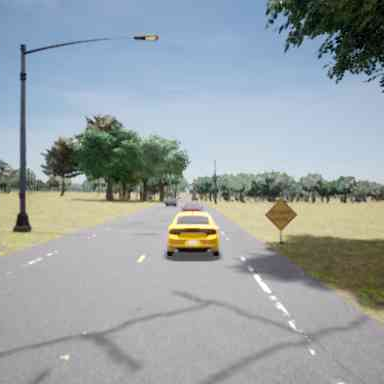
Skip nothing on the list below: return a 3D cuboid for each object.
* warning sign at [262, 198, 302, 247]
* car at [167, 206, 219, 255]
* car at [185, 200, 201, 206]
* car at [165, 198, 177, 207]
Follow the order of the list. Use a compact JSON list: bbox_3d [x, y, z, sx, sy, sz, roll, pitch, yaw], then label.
[{"bbox_3d":[3.549,1.186,13.263,1.300,1.860,1.060,0,0,0],"label":"warning sign"},{"bbox_3d":[0.052,1.551,13.675,1.882,1.535,5.008,0,0,1],"label":"car"},{"bbox_3d":[0.049,1.671,28.161,1.812,1.442,4.674,0,0,1],"label":"car"},{"bbox_3d":[-3.559,1.744,56.871,1.882,1.535,5.008,0,0,0],"label":"car"}]
